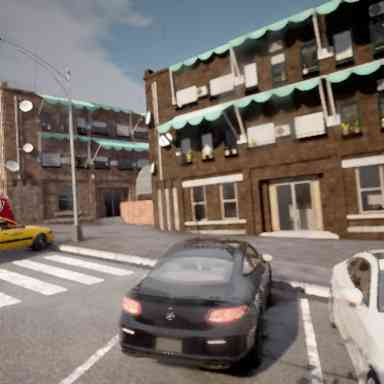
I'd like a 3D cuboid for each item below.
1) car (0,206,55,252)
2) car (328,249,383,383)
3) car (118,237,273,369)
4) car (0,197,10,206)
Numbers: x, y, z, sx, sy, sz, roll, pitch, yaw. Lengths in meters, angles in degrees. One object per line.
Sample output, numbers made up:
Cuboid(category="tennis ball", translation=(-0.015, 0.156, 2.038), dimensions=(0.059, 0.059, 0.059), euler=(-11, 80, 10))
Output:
Cuboid(category="car", translation=(-6.956, 1.453, 11.275), dimensions=(1.946, 1.575, 5.366), euler=(0, -1, 15))
Cuboid(category="car", translation=(2.837, 1.526, 4.084), dimensions=(2.002, 1.452, 4.674), euler=(1, -1, 16))
Cuboid(category="car", translation=(0.371, 1.518, 5.843), dimensions=(2.002, 1.452, 4.674), euler=(0, -1, 16))
Cuboid(category="car", translation=(-9.480, 1.194, 12.813), dimensions=(2.435, 2.045, 5.566), euler=(1, -1, 15))
